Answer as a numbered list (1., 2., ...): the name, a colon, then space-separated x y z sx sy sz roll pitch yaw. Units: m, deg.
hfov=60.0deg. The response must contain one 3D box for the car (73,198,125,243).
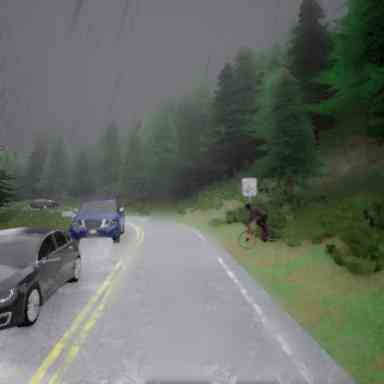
1. car: -4.654 1.365 17.143 2.150 2.045 5.566 0 0 -8

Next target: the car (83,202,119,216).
1. car: -10.193 1.872 36.977 1.895 1.301 4.718 3 -2 -42

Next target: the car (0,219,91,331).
1. car: -3.755 1.590 7.174 1.837 1.490 4.892 -1 0 -4

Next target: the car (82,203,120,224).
1. car: -7.630 1.709 27.380 2.033 1.411 5.357 1 -1 -26

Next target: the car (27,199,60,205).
1. car: -19.956 1.612 44.507 5.008 1.535 1.882 2 -3 26

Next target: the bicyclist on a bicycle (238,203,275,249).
1. bicyclist on a bicycle: 2.364 1.182 12.168 1.656 1.620 0.582 -15 0 -5
